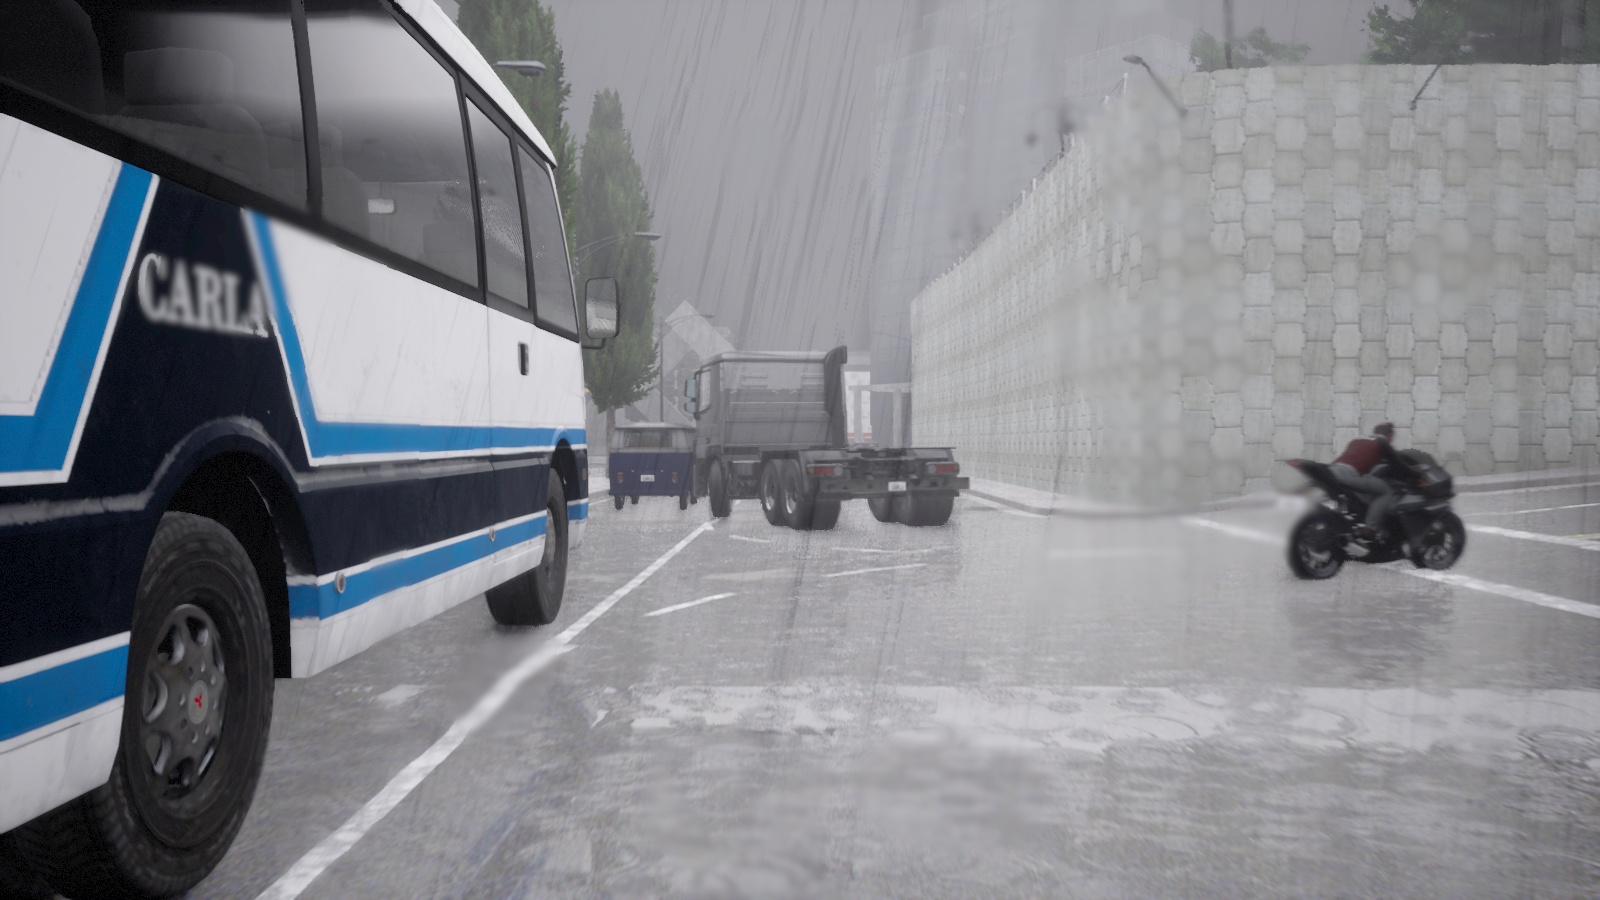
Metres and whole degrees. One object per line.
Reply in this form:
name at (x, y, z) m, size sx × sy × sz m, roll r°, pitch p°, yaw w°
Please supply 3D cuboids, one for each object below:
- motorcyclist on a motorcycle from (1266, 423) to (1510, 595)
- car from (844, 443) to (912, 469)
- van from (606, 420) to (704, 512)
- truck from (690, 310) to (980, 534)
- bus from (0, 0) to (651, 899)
motorcyclist on a motorcycle at (5.688, 0.514, 12.147) m, size 2.191 × 1.530 × 0.866 m, roll -1°, pitch 2°, yaw -22°
car at (4.640, 0.344, 74.628) m, size 3.633 × 1.501 × 1.845 m, roll 0°, pitch 0°, yaw -32°
van at (-3.317, 0.331, 29.458) m, size 1.775 × 1.987 × 4.442 m, roll 0°, pitch 0°, yaw 0°
truck at (0.273, -0.404, 23.648) m, size 2.891 × 3.462 × 7.936 m, roll -1°, pitch 0°, yaw -18°
bus at (-3.448, -0.690, 6.788) m, size 3.944 × 4.253 × 10.273 m, roll -1°, pitch 1°, yaw 0°
